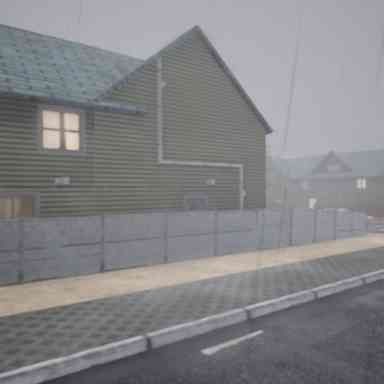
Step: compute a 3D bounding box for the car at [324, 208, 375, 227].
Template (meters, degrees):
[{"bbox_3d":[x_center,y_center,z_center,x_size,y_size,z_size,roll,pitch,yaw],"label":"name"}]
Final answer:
[{"bbox_3d":[11.682,1.972,25.913,1.812,1.442,4.674,-1,-1,-36],"label":"car"}]
